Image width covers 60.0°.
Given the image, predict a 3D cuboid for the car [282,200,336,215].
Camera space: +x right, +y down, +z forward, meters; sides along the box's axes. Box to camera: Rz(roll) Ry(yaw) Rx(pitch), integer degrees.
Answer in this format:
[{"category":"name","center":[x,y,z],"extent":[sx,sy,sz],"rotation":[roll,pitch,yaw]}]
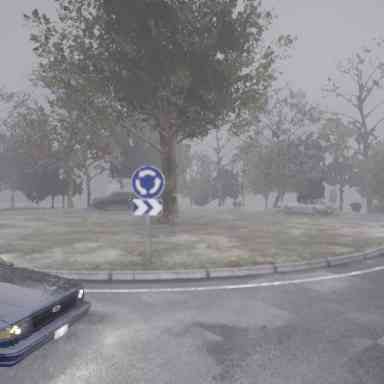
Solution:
[{"category":"car","center":[10.697,1.357,30.845],"extent":[1.895,1.301,4.718],"rotation":[0,1,-36]}]

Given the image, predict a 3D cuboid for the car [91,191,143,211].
[{"category":"car","center":[-8.044,0.939,35.930],"extent":[5.566,2.045,2.150],"rotation":[0,0,-18]}]

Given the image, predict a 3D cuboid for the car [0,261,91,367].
[{"category":"car","center":[-4.379,1.507,5.104],"extent":[5.357,1.411,2.033],"rotation":[0,1,12]}]
